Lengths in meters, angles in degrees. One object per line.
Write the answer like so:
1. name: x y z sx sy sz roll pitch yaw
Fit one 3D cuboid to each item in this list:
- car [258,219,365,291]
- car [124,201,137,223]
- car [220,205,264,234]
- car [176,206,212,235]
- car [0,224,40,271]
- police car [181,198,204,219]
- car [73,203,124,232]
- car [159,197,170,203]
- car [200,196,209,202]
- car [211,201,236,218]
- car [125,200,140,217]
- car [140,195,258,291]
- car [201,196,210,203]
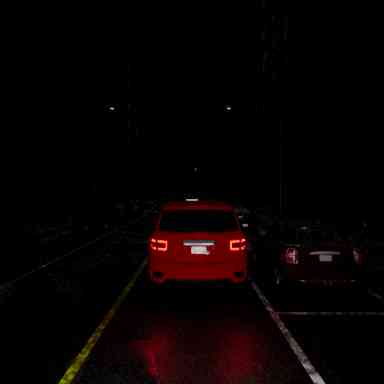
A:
1. car: 2.858 1.440 9.048 1.967 1.590 4.097 0 0 0
2. car: -5.659 1.584 25.557 1.802 1.307 4.206 0 0 0
3. car: 2.864 1.552 20.051 2.008 1.369 4.403 0 0 0
4. car: 0.109 1.602 19.903 1.895 1.301 4.718 0 0 0
5. car: -5.667 1.582 9.053 1.802 1.307 4.206 0 0 0
6. police car: 0.015 1.428 30.166 1.930 1.638 5.238 0 0 0
7. car: -5.661 1.567 20.056 1.947 1.339 4.313 0 0 0
8. car: -5.602 1.626 68.161 1.802 1.307 4.206 0 0 0
9. car: 2.948 1.617 78.961 2.008 1.369 4.403 0 0 0
10. car: 2.870 1.570 31.054 1.947 1.339 4.313 0 0 0
11. car: -5.656 1.444 31.058 1.967 1.590 4.097 0 0 0
12. car: 0.108 1.221 9.133 2.150 2.045 5.566 0 0 -1
13. car: 2.936 1.580 73.723 1.752 1.417 4.829 0 0 0
